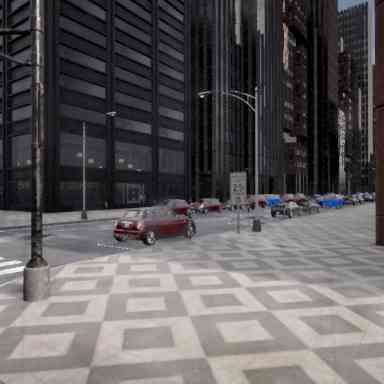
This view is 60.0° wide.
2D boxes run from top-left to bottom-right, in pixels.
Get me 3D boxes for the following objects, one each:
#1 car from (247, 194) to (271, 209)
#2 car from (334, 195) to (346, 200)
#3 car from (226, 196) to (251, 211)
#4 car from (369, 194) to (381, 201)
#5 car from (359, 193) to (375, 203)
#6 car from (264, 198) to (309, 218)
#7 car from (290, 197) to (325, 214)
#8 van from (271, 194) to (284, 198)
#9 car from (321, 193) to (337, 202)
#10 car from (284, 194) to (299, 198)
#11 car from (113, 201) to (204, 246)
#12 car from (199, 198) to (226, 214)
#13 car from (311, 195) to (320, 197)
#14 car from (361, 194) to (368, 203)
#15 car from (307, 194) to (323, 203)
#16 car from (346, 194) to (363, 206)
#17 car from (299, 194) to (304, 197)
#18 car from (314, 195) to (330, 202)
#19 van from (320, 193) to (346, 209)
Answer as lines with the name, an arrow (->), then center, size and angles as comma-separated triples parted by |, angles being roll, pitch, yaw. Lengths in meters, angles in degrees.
car -> 7.901, 1.233, 42.987 | 2.192, 1.841, 5.009 | 0, 0, 36
car -> 37.380, 1.395, 83.972 | 1.947, 1.339, 4.313 | 0, 0, 36
car -> 4.626, 1.481, 38.433 | 2.008, 1.369, 4.403 | 0, 0, 36
car -> 41.033, 1.247, 74.452 | 1.967, 1.590, 4.097 | 0, 0, 36
car -> 34.483, 1.369, 65.345 | 1.887, 1.381, 4.507 | 0, 0, 36
car -> 8.282, 1.463, 28.916 | 2.008, 1.369, 4.403 | 0, 0, 36
car -> 11.557, 1.465, 33.470 | 1.947, 1.339, 4.313 | 0, 0, 36
van -> 11.176, 1.247, 47.540 | 1.690, 1.788, 3.998 | 0, 0, 36
car -> 30.829, 1.161, 74.864 | 2.192, 1.841, 5.009 | 0, 0, 36
car -> 14.452, 1.210, 52.095 | 2.192, 1.841, 5.009 | 0, 0, 36
car -> -1.543, 1.393, 15.256 | 1.967, 1.590, 4.097 | 0, 0, 36
car -> 1.351, 1.383, 33.879 | 1.967, 1.590, 4.097 | 0, 0, 36
car -> 17.873, 1.356, 46.812 | 1.882, 1.535, 5.008 | 0, 0, 36
car -> 27.933, 1.409, 56.237 | 1.947, 1.339, 4.313 | 0, 0, 36
car -> 24.278, 1.305, 65.756 | 1.967, 1.590, 4.097 | 0, 0, 36
car -> 24.658, 1.419, 51.683 | 1.947, 1.339, 4.313 | 0, 0, 36
car -> 17.727, 1.199, 56.648 | 2.192, 1.841, 5.009 | 0, 0, 36
car -> 27.554, 1.406, 70.310 | 2.008, 1.369, 4.403 | 0, 0, 36
van -> 18.107, 1.216, 42.576 | 1.690, 1.788, 3.998 | 0, 0, 36
